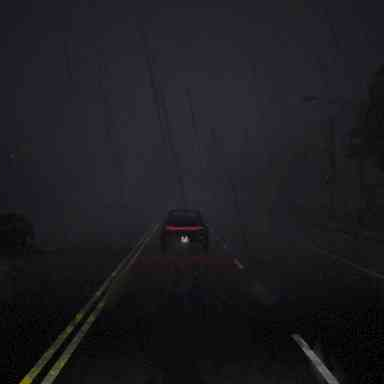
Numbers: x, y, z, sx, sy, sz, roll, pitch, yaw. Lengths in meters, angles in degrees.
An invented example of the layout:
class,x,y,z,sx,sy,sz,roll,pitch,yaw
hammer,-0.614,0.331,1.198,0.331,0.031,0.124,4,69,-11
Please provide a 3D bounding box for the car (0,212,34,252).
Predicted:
class,x,y,z,sx,sy,sz,roll,pitch,yaw
car,-7.409,1.503,11.910,1.837,1.490,4.892,0,0,-1

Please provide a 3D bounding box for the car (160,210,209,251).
class,x,y,z,sx,sy,sz,roll,pitch,yaw
car,-0.325,1.488,14.102,2.128,1.511,4.902,0,0,-2

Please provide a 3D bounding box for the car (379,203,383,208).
class,x,y,z,sx,sy,sz,roll,pitch,yaw
car,24.625,1.534,38.944,4.718,1.301,1.895,0,0,-1
